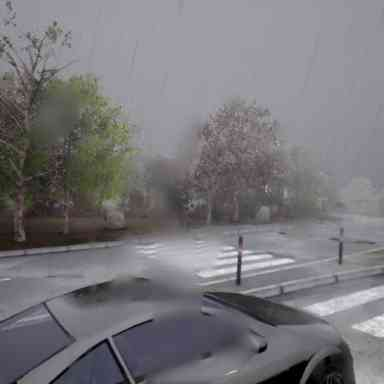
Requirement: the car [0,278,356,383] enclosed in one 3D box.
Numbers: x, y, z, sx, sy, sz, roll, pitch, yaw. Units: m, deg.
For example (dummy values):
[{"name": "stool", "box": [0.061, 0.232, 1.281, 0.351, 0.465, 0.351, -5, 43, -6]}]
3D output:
[{"name": "car", "box": [-0.332, 1.565, 3.100, 4.181, 1.385, 1.994, 0, 0, -35]}]
